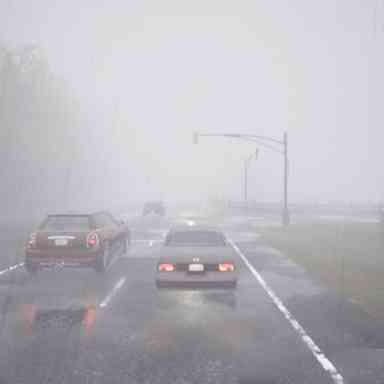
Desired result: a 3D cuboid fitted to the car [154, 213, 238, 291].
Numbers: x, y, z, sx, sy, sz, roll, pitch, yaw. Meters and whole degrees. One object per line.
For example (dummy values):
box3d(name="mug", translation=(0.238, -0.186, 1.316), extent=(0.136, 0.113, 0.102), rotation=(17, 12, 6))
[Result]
box3d(name="car", translation=(0.096, 1.529, 9.062), extent=(2.033, 1.411, 5.357), rotation=(0, 0, 0))

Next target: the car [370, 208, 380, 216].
box3d(name="car", translation=(20.055, 1.750, 31.767), extent=(5.357, 1.411, 2.033), rotation=(1, -1, 0))

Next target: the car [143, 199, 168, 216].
box3d(name="car", translation=(-3.416, 1.442, 31.169), extent=(1.837, 1.490, 4.892), rotation=(0, 1, 0))

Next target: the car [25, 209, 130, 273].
box3d(name="car", translation=(-3.404, 1.331, 10.781), extent=(2.097, 1.767, 4.553), rotation=(0, 0, 0))
